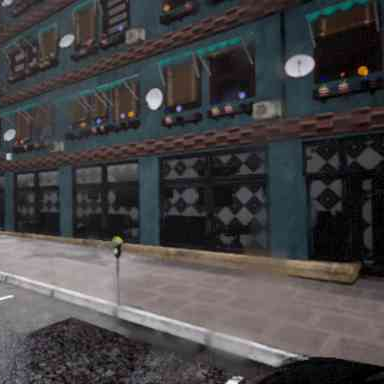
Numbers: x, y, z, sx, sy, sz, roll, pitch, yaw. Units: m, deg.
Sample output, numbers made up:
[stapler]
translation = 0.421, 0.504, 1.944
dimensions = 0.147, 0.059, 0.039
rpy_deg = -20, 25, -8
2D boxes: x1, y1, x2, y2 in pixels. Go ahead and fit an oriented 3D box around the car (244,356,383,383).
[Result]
[car]
translation = 2.032, 1.564, 1.440
dimensions = 4.313, 1.339, 1.947
rpy_deg = 0, -1, 36
